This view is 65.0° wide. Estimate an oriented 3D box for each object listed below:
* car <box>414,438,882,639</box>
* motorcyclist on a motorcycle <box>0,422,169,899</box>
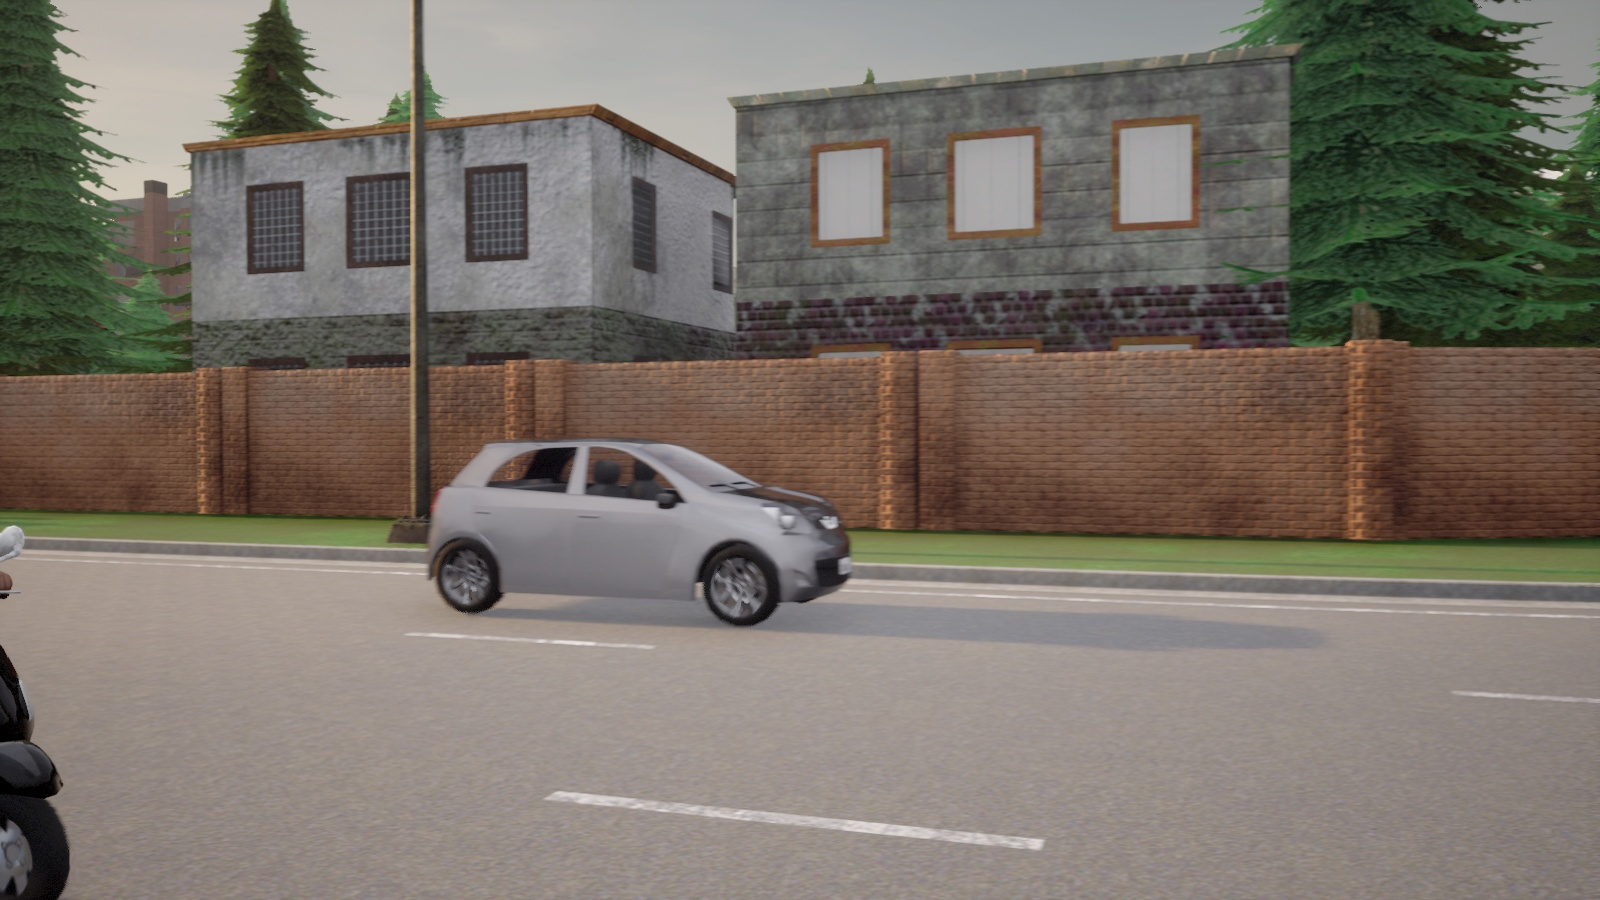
[{"bbox_3d":[-1.277,0.659,11.011,3.633,1.501,1.845,1,1,18],"label":"car"},{"bbox_3d":[-3.209,0.699,4.272,1.817,1.590,0.866,1,1,19],"label":"motorcyclist on a motorcycle"}]
